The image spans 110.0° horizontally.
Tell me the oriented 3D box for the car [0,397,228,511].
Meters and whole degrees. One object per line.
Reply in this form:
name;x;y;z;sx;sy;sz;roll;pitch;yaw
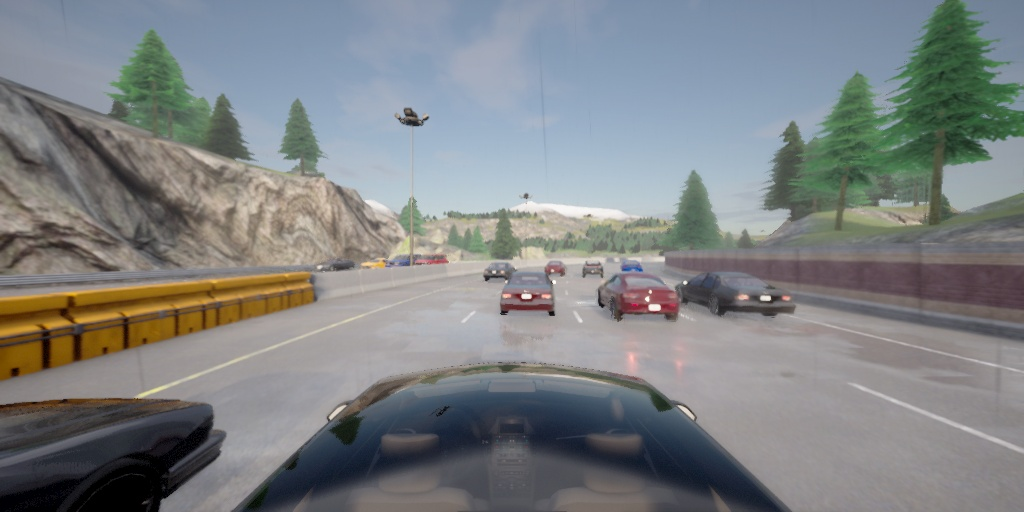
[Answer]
car;-3.367;1.293;0.563;2.033;1.411;5.357;0;0;0

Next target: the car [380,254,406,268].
car;-12.289;0.774;41.292;2.150;2.045;5.566;0;0;15

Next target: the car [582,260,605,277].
car;7.565;1.133;33.426;2.128;1.511;4.902;0;0;13

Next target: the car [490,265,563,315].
car;0.658;1.252;13.282;2.033;1.411;5.357;0;0;5

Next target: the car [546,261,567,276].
car;4.213;1.154;34.438;1.812;1.442;4.674;0;0;14

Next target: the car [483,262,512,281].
car;-0.798;1.187;28.095;2.033;1.411;5.357;0;0;11

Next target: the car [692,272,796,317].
car;7.657;1.273;13.007;2.033;1.411;5.357;0;0;5

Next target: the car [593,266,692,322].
car;4.104;1.245;12.169;1.812;1.442;4.674;0;0;4

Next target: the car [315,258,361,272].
car;-19.744;1.029;40.243;2.128;1.511;4.902;0;0;14

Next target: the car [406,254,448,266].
car;-9.050;0.788;39.897;2.150;2.045;5.566;0;0;15

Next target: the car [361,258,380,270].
car;-15.659;1.018;42.174;1.882;1.535;5.008;0;0;15

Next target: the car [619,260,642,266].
car;11.596;1.124;35.049;1.882;1.535;5.008;0;0;15
